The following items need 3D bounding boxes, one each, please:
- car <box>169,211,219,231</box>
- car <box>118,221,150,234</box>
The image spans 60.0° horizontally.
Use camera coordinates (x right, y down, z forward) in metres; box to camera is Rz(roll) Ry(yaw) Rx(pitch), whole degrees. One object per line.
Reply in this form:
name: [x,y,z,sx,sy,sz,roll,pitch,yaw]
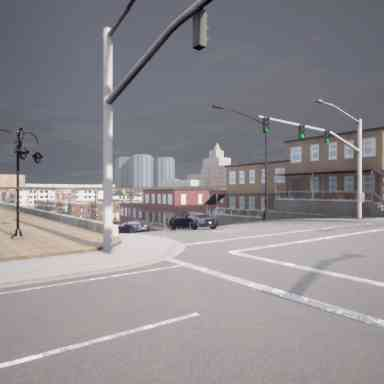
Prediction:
car: [0.042,2.051,24.162,1.994,1.385,4.181,0,-4,-36]
car: [-5.824,3.502,32.132,1.812,1.442,4.674,0,-12,-37]
